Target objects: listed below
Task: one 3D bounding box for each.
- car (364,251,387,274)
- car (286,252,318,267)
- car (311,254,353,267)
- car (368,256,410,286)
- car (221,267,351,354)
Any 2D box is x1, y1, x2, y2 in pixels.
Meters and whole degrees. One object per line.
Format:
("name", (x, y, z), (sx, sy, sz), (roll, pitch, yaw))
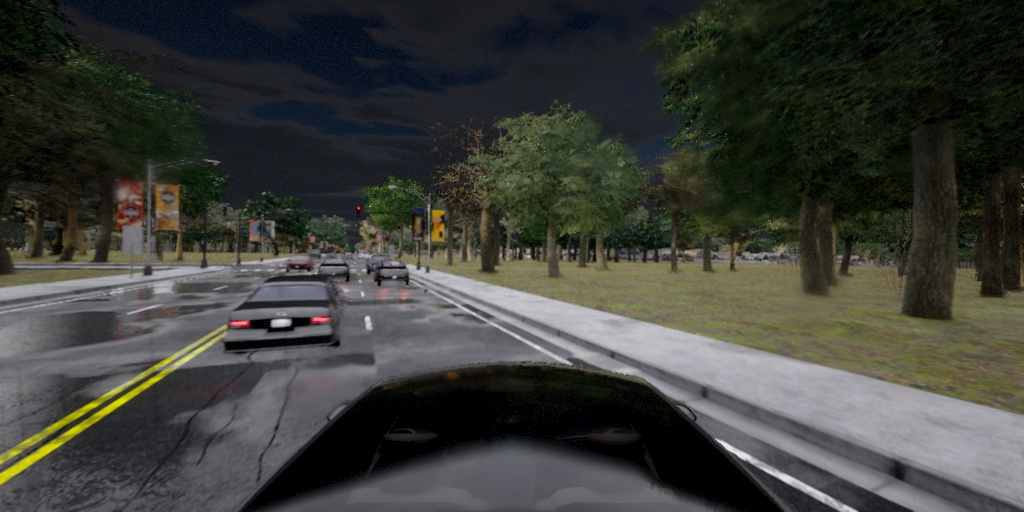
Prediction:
("car", (-11.940, 0.675, 32.277), (2.097, 1.767, 4.553), (1, 0, -23))
("car", (-19.582, 0.648, 33.344), (1.882, 1.535, 5.008), (1, 0, -24))
("car", (-11.817, 0.866, 24.020), (2.128, 1.511, 4.902), (1, 0, -24))
("car", (-7.567, 0.961, 22.429), (2.128, 1.511, 4.902), (1, 0, -24))
("car", (-4.955, 1.156, 8.426), (2.033, 1.411, 5.357), (1, 0, -24))
